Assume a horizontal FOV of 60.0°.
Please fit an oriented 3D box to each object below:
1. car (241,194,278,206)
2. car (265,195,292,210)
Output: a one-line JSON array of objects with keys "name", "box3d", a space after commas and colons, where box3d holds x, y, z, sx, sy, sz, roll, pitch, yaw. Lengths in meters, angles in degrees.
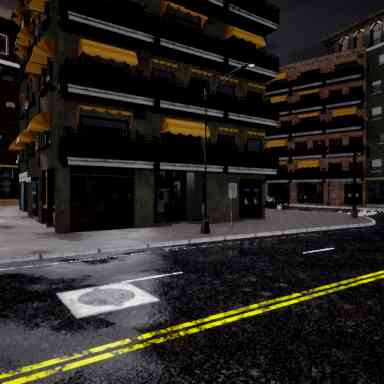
[{"name": "car", "box3d": [9.120, 1.072, 44.851, 4.403, 1.369, 2.008, 1, 0, 38]}, {"name": "car", "box3d": [8.238, 1.162, 34.871, 4.403, 1.369, 2.008, 1, 0, 38]}]
